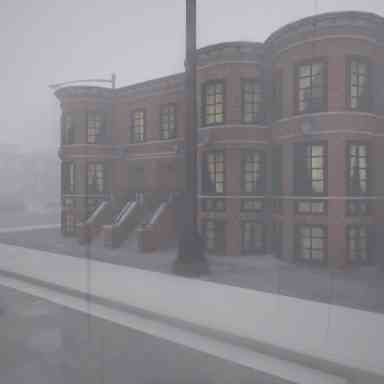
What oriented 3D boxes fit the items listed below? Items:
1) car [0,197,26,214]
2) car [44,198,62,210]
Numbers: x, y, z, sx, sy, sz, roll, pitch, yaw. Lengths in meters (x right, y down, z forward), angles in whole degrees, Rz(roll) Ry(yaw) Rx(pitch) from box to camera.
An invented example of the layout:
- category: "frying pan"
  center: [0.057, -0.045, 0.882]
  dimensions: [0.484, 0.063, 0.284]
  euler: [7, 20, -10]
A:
- category: "car"
  center: [-19.492, 1.352, 33.798]
  dimensions: [2.097, 1.767, 4.553]
  euler: [0, 0, 35]
- category: "car"
  center: [-16.830, 1.476, 43.552]
  dimensions: [1.882, 1.535, 5.008]
  euler: [0, 0, 35]
